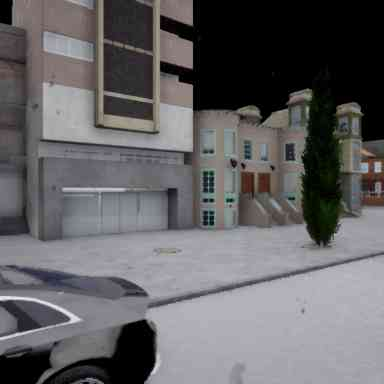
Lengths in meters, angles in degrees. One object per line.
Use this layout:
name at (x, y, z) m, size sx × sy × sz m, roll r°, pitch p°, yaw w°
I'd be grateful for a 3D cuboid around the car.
car at (-2.619, 1.491, 2.736) m, size 4.902 × 1.511 × 2.128 m, roll 0°, pitch 0°, yaw -36°
